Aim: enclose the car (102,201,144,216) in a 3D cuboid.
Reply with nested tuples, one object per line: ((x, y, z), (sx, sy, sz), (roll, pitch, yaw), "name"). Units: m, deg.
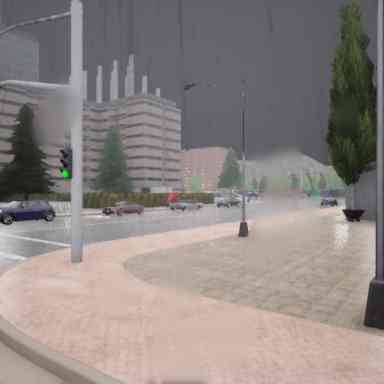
((-6.651, 1.564, 32.437), (1.994, 1.385, 4.181), (0, 0, 36), "car")

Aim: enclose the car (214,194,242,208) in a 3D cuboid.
((5.470, 1.505, 49.020), (1.837, 1.490, 4.892), (0, 0, 37), "car")

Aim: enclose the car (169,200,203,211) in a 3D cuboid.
((-0.679, 1.601, 40.630), (1.895, 1.301, 4.718), (0, 0, 36), "car")

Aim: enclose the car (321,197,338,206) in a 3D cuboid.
((22.259, 1.526, 53.993), (1.812, 1.442, 4.674), (0, 0, 36), "car")

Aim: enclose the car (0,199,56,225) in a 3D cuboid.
((-12.495, 1.352, 24.387), (2.097, 1.767, 4.553), (0, 0, 36), "car")
